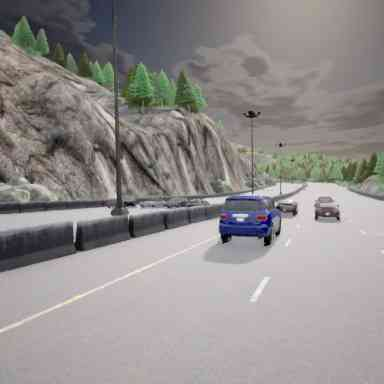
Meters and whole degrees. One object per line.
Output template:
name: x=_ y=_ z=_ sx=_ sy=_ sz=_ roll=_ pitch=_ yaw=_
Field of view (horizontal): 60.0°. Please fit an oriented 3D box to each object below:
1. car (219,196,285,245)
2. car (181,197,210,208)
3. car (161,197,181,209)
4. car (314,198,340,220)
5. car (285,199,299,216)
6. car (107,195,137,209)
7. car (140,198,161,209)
car: x=2.893 y=1.190 z=15.725 sx=2.150 sy=2.045 sz=5.566 roll=0 pitch=0 yaw=21
car: x=0.664 y=1.485 z=39.717 sx=1.994 sy=1.385 sz=4.181 roll=0 pitch=0 yaw=21
car: x=-1.802 y=1.419 z=43.022 sx=1.837 sy=1.490 sz=4.892 roll=0 pitch=0 yaw=22
car: x=11.072 y=1.475 z=27.319 sx=1.812 sy=1.442 sz=4.674 roll=0 pitch=0 yaw=21
car: x=9.257 y=1.430 z=32.344 sx=2.128 sy=1.511 sz=4.902 roll=0 pitch=0 yaw=21
car: x=-9.147 y=1.260 z=43.453 sx=2.097 sy=1.767 sz=4.553 roll=0 pitch=0 yaw=21
car: x=-5.090 y=1.510 z=44.223 sx=1.895 sy=1.301 sz=4.718 roll=0 pitch=0 yaw=22
